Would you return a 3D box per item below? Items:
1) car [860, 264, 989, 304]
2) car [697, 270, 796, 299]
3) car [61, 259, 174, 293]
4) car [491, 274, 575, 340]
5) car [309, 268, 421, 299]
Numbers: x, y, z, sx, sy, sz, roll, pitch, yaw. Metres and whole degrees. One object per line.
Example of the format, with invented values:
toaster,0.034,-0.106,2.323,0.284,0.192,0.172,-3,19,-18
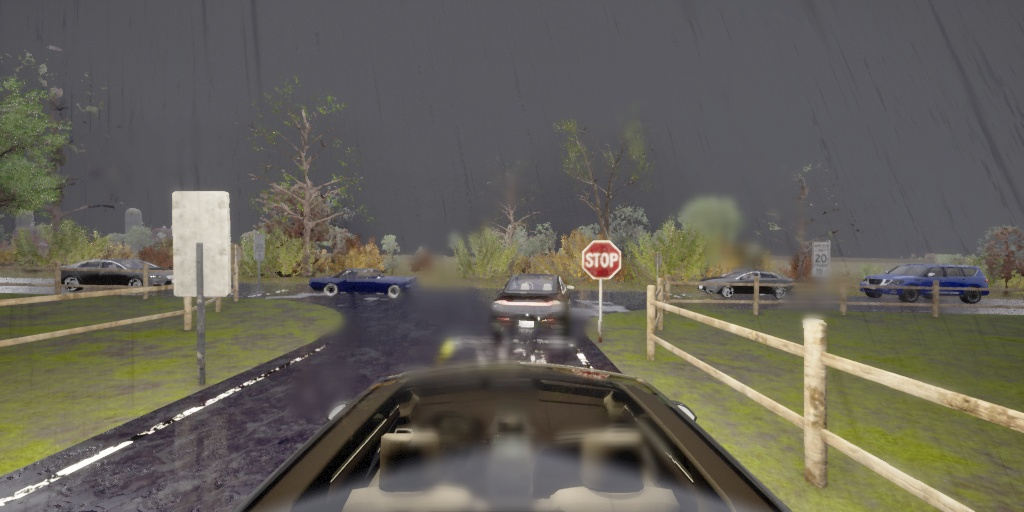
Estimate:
car,22.894,1.466,19.998,5.566,2.045,2.150,1,1,0
car,12.999,1.525,20.006,4.902,1.511,2.128,1,1,0
car,-18.494,0.885,17.087,4.902,1.511,2.128,1,1,0
car,0.704,1.240,10.044,2.128,1.511,4.902,0,0,9
car,-6.826,1.248,17.074,4.718,1.301,1.895,1,1,0
